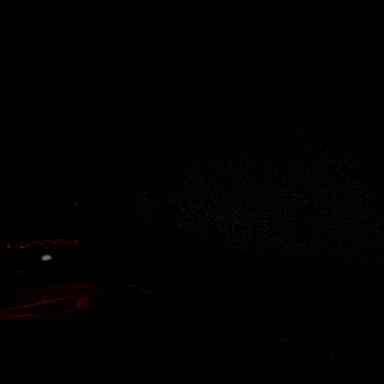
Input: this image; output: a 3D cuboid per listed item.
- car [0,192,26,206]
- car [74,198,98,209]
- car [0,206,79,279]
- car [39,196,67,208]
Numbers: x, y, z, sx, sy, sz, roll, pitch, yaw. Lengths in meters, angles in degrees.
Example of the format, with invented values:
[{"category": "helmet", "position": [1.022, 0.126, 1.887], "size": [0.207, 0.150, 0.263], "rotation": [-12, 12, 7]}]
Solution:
[{"category": "car", "position": [-23.970, 0.927, 43.587], "size": [2.150, 2.045, 5.566], "rotation": [0, 0, 0]}, {"category": "car", "position": [-13.252, 1.427, 41.888], "size": [1.895, 1.301, 4.718], "rotation": [1, 0, -3]}, {"category": "car", "position": [-4.919, 1.418, 10.055], "size": [1.882, 1.535, 5.008], "rotation": [0, 0, -35]}, {"category": "car", "position": [-16.608, 1.267, 40.009], "size": [1.882, 1.535, 5.008], "rotation": [1, 0, -4]}]
